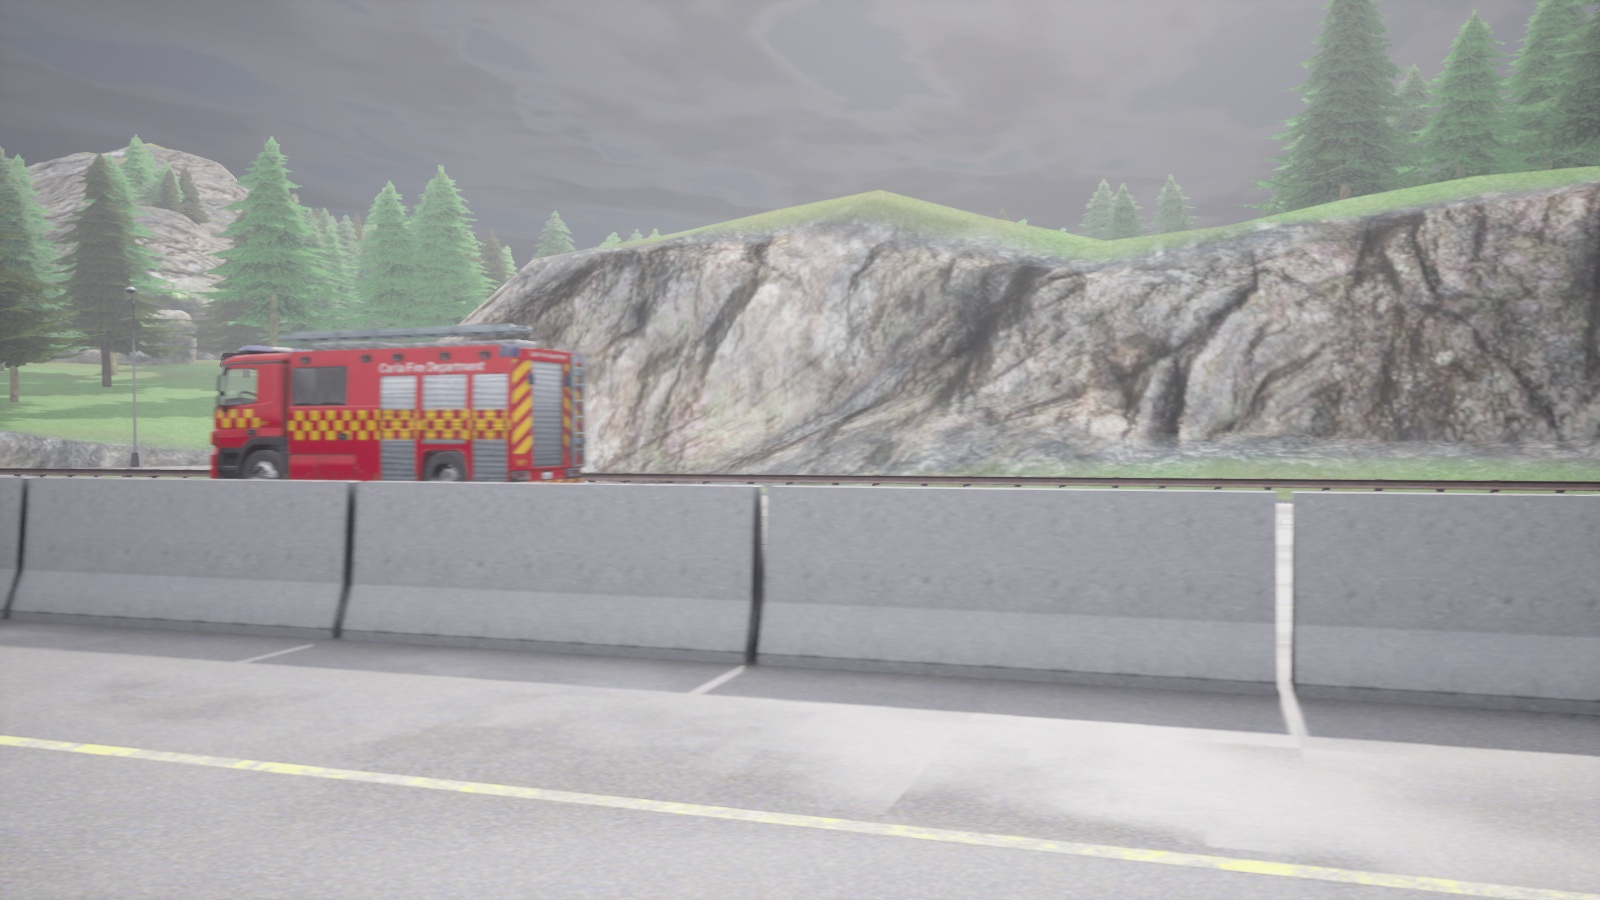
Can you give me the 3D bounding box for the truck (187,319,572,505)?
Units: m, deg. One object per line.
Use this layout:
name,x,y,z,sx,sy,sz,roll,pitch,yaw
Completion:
truck,-9.641,-0.834,28.679,8.468,3.827,2.891,1,1,22
